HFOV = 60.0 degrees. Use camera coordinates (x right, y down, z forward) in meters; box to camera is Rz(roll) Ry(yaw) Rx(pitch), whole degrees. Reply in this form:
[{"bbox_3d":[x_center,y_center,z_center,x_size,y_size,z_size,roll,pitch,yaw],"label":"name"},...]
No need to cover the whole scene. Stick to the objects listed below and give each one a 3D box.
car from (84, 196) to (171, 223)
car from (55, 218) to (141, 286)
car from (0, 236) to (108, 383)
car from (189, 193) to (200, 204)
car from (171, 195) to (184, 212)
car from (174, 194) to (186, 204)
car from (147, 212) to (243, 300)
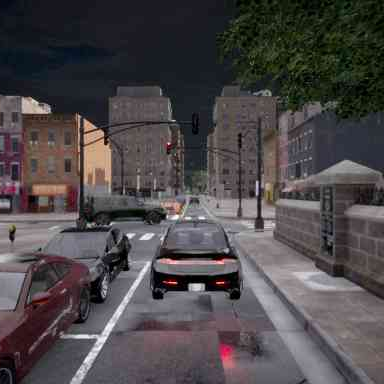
[{"bbox_3d":[-4.568,1.259,22.518,5.566,2.045,2.150,-1,1,-21],"label":"car"},{"bbox_3d":[-2.629,1.566,8.200,1.947,1.339,4.313,0,0,0],"label":"car"},{"bbox_3d":[-2.632,1.582,4.538,1.802,1.307,4.206,0,0,0],"label":"car"},{"bbox_3d":[0.444,1.490,63.354,1.837,1.490,4.892,0,-1,0],"label":"car"},{"bbox_3d":[-2.287,1.346,34.776,2.097,1.767,4.553,0,0,1],"label":"car"},{"bbox_3d":[-2.212,1.340,63.825,2.097,1.767,4.553,0,0,0],"label":"car"},{"bbox_3d":[0.093,1.492,8.379,2.128,1.511,4.902,0,0,0],"label":"car"}]
